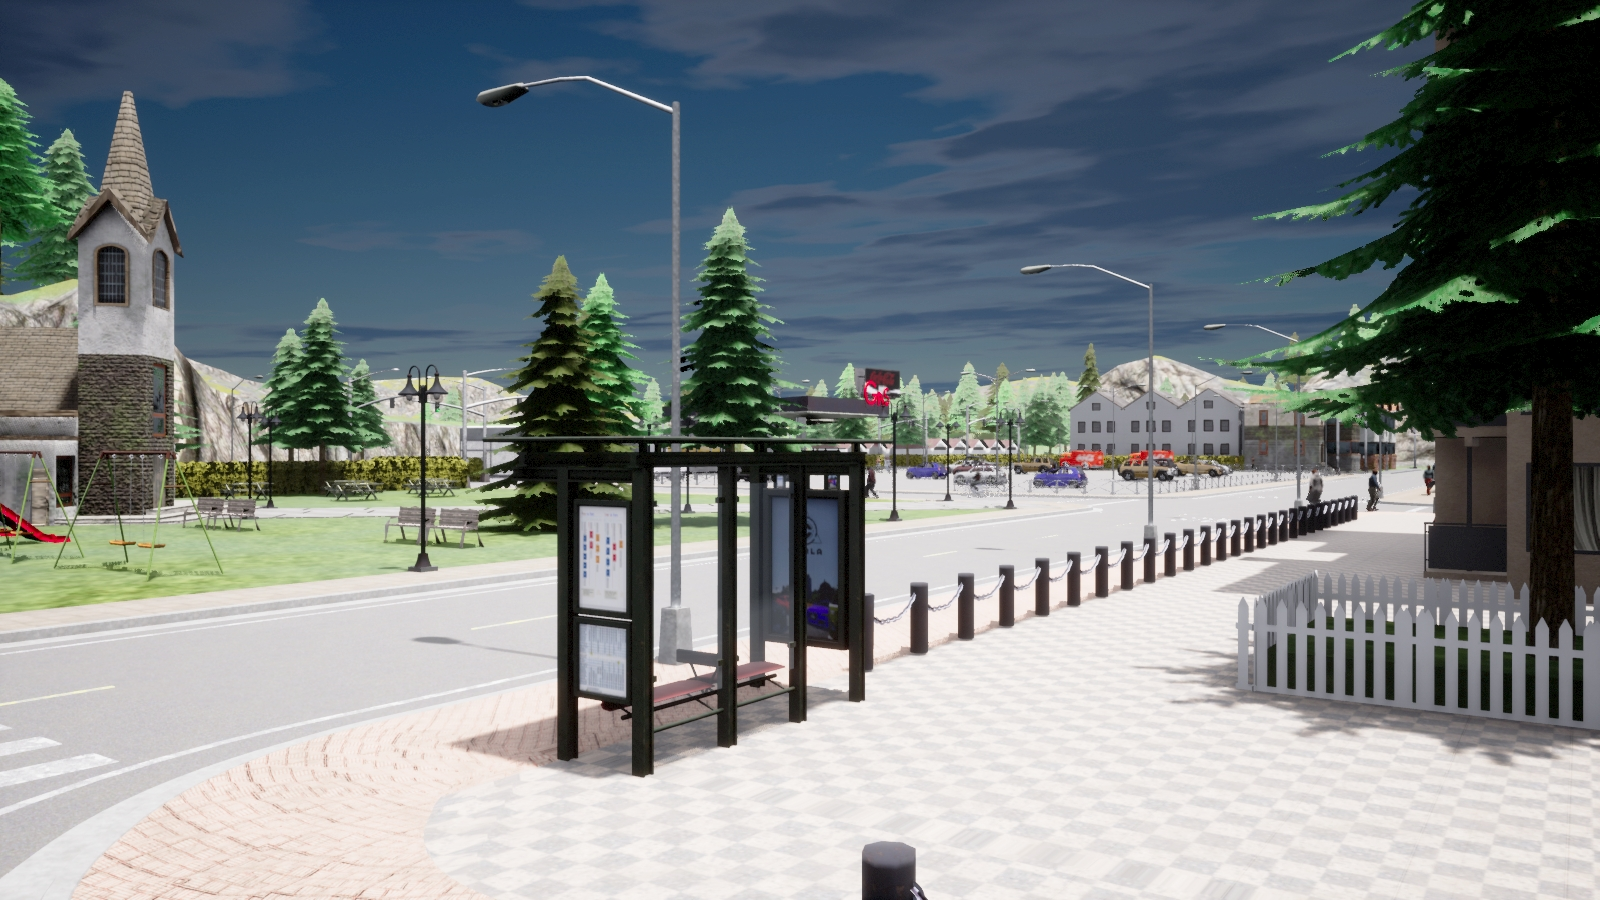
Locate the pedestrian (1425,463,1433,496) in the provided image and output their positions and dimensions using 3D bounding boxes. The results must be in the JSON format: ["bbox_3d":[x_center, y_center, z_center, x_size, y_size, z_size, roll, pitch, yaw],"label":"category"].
[{"bbox_3d":[35.881,1.670,65.188,0.375,1.860,0.375,0,0,30],"label":"pedestrian"}]

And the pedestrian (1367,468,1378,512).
[{"bbox_3d":[24.061,1.671,47.991,0.375,1.860,0.375,0,0,19],"label":"pedestrian"}]

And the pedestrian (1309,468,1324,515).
[{"bbox_3d":[20.764,1.670,45.941,0.375,1.860,0.375,0,0,-12],"label":"pedestrian"}]

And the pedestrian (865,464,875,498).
[{"bbox_3d":[3.786,1.672,61.654,0.375,1.860,0.375,0,0,36],"label":"pedestrian"}]

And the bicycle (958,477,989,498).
[{"bbox_3d":[10.196,2.187,67.199,1.835,1.171,0.329,0,0,30],"label":"bicycle"}]
